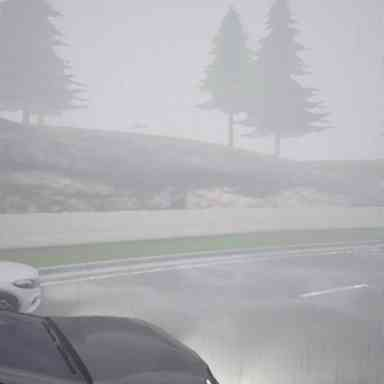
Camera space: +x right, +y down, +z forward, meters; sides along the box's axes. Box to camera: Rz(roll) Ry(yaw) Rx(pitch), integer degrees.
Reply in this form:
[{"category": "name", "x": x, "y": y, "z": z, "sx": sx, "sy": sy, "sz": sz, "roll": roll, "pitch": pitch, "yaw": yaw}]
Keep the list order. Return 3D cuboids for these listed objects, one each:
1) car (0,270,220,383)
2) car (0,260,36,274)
[{"category": "car", "x": -1.738, "y": 1.534, "z": 2.165, "sx": 4.181, "sy": 1.385, "sz": 1.994, "roll": 0, "pitch": 0, "yaw": -35}, {"category": "car", "x": -4.697, "y": 1.457, "z": 4.709, "sx": 4.674, "sy": 1.442, "sz": 1.812, "roll": 0, "pitch": 0, "yaw": -37}]
